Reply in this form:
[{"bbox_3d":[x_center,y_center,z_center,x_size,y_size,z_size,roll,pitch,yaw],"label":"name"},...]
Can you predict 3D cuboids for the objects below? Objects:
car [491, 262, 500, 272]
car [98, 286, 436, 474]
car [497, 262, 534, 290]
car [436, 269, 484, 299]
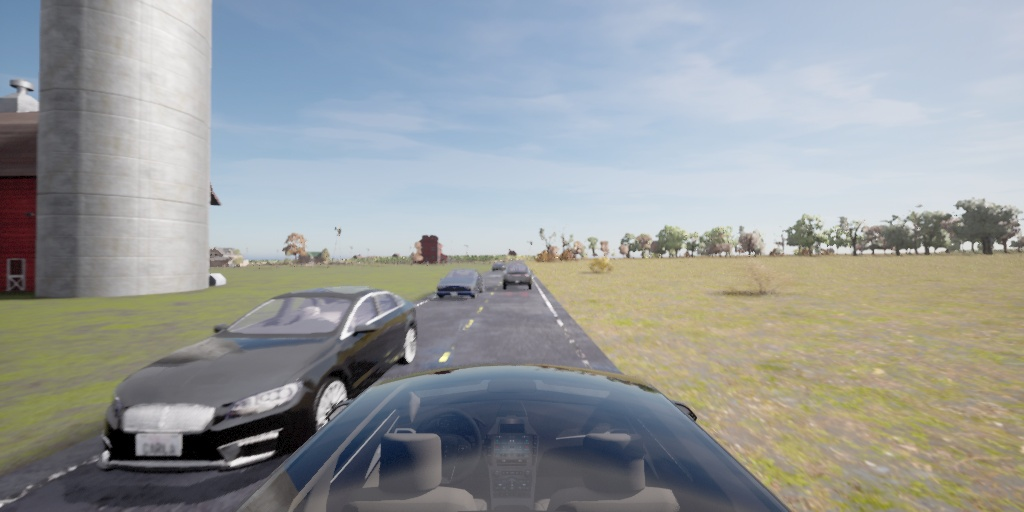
[{"bbox_3d":[-1.814,1.540,51.420,1.994,1.385,4.181,0,0,2],"label":"car"},{"bbox_3d":[-2.797,1.253,5.314,2.128,1.511,4.902,0,0,1],"label":"car"},{"bbox_3d":[0.376,1.340,23.589,2.128,1.511,4.902,0,0,2],"label":"car"},{"bbox_3d":[-2.555,1.372,18.903,2.033,1.411,5.357,0,0,2],"label":"car"}]
